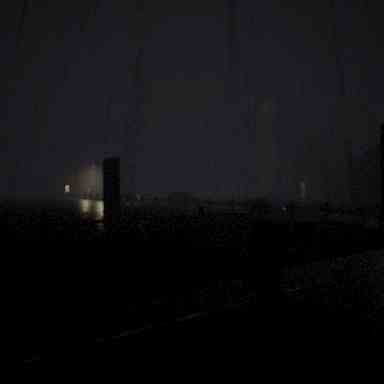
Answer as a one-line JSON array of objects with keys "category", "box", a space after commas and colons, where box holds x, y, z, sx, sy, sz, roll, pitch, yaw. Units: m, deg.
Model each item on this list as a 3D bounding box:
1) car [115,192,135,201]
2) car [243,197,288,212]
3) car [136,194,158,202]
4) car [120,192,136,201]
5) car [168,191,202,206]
[{"category": "car", "box": [-13.369, 0.864, 66.131, 1.882, 1.535, 5.008, -1, 1, -36]}, {"category": "car", "box": [7.117, 1.278, 32.687, 2.128, 1.511, 4.902, -1, 1, -36]}, {"category": "car", "box": [-7.540, 1.010, 58.076, 1.812, 1.442, 4.674, -1, 1, -35]}, {"category": "car", "box": [-11.021, 0.839, 58.082, 2.097, 1.767, 4.553, -1, 1, -35]}, {"category": "car", "box": [-1.043, 0.878, 44.059, 2.150, 2.045, 5.566, -1, 1, -36]}]
